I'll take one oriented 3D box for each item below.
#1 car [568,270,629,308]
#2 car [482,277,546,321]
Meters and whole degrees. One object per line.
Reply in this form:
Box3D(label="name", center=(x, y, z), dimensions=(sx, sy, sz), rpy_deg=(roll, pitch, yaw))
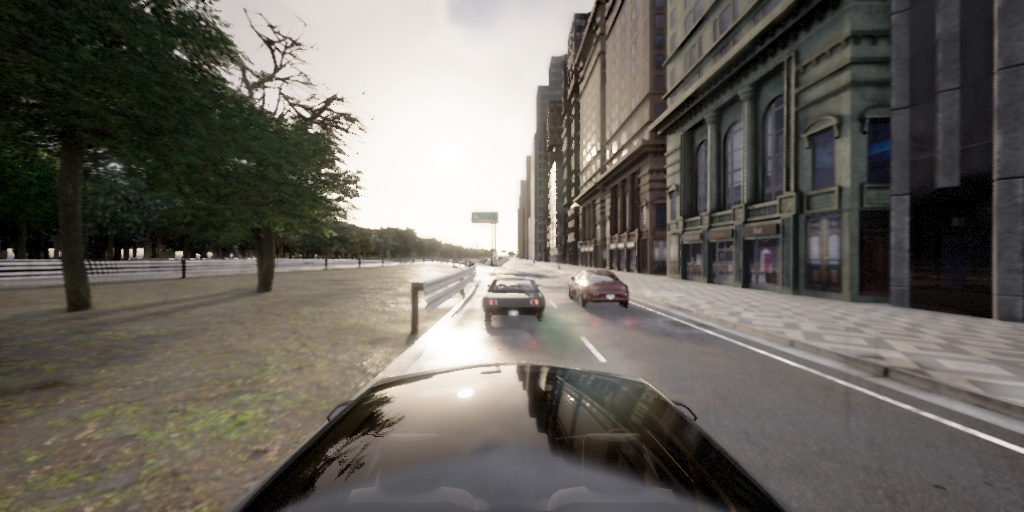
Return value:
Box3D(label="car", center=(3.579, 1.318, 15.324), dimensions=(1.812, 1.442, 4.674), rpy_deg=(0, 0, 0))
Box3D(label="car", center=(0.047, 1.385, 12.654), dimensions=(1.895, 1.301, 4.718), rpy_deg=(0, 0, 0))
